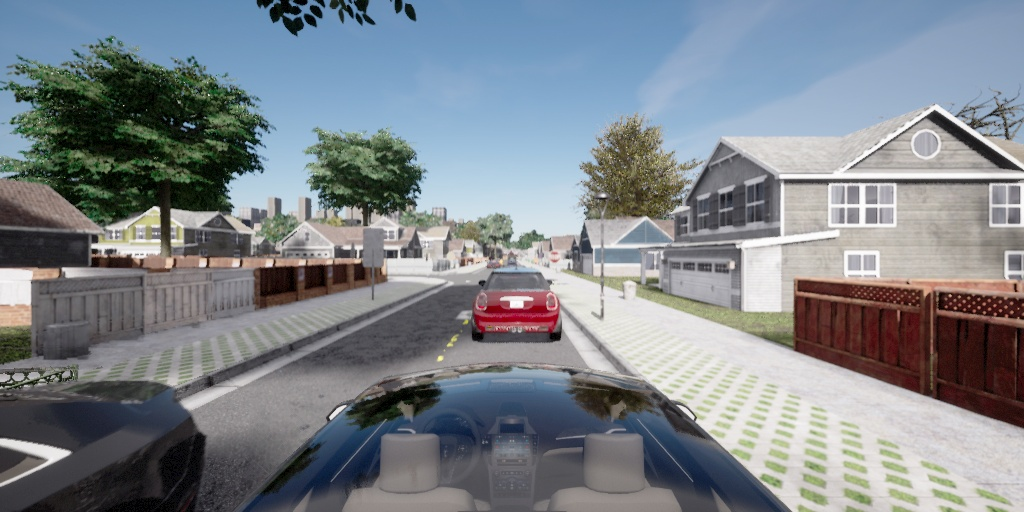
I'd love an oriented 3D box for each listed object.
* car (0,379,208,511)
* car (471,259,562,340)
[{"bbox_3d":[-2.848,1.259,0.222,1.837,1.490,4.892,0,0,0],"label":"car"},{"bbox_3d":[0.102,1.086,10.097,2.097,1.767,4.553,0,0,0],"label":"car"}]
